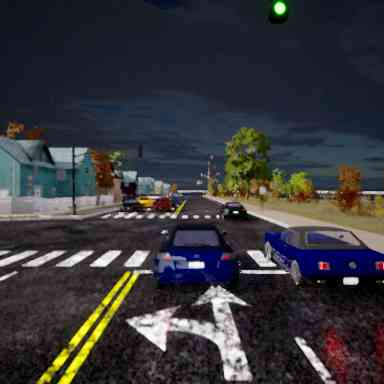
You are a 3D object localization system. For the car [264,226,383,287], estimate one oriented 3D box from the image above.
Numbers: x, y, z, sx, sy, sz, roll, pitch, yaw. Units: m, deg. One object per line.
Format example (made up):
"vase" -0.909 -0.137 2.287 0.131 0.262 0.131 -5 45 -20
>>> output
"car" 3.350 1.579 9.222 1.895 1.301 4.718 0 0 0

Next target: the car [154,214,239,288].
"car" 0.100 1.543 9.198 1.994 1.385 4.181 0 0 0

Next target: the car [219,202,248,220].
"car" 3.349 1.509 27.509 1.994 1.385 4.181 0 0 0

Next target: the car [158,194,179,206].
"car" -3.322 1.411 47.367 2.128 1.511 4.902 0 0 0

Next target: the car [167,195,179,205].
"car" -3.250 1.388 57.733 1.882 1.535 5.008 0 0 0

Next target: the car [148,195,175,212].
"car" -3.335 1.409 37.449 1.882 1.535 5.008 0 0 1

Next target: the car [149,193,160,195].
"car" -6.500 1.132 57.202 2.150 2.045 5.566 0 0 0

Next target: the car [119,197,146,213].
"car" -6.591 1.497 36.332 1.994 1.385 4.181 0 0 0

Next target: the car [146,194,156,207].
"car" -6.573 1.398 46.570 1.882 1.535 5.008 0 0 0
